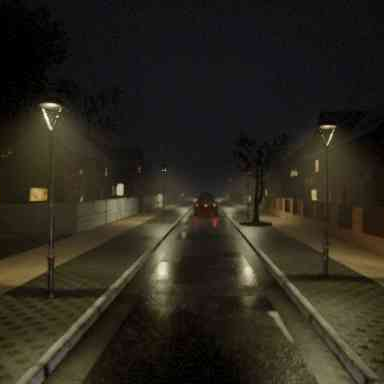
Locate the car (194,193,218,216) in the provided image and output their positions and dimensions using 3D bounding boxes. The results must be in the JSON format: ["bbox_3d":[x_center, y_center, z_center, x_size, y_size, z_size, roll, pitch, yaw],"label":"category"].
[{"bbox_3d":[1.337,1.238,31.316,2.097,1.767,4.553,0,0,3],"label":"car"}]
